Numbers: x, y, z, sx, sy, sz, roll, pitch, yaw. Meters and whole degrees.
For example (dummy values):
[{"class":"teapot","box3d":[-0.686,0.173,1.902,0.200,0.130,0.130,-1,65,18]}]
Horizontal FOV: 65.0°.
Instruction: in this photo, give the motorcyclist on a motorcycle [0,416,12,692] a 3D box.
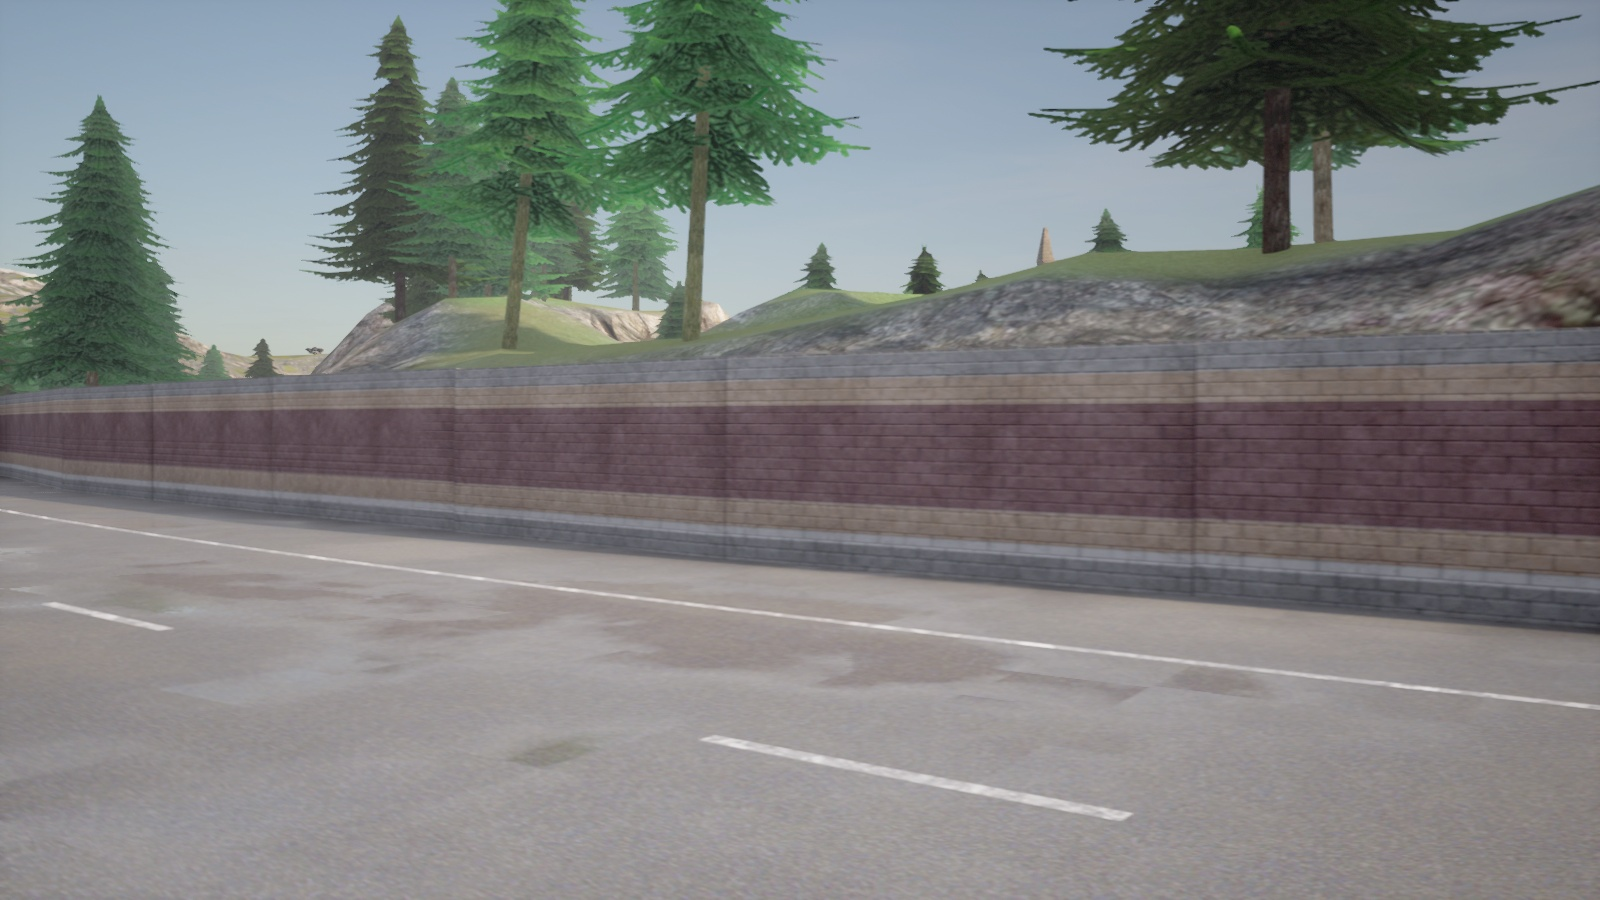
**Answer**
[{"class":"motorcyclist on a motorcycle","box3d":[-5.905,0.628,7.954,2.350,1.649,0.766,0,0,38]}]
